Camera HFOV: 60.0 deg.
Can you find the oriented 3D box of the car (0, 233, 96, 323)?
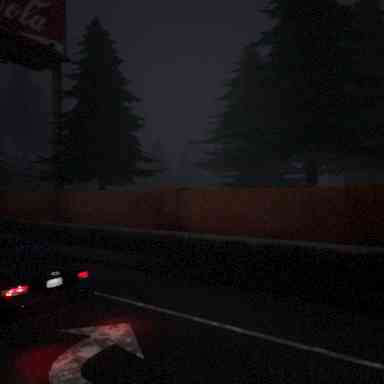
[{"bbox_3d":[-4.389,1.615,7.121,5.357,1.411,2.033,-1,0,35],"label":"car"}]
